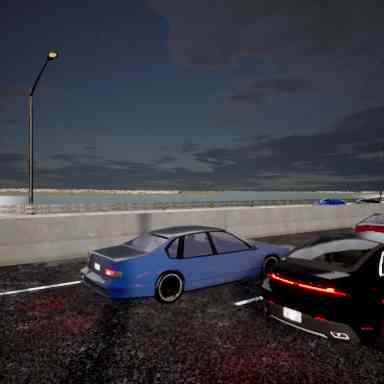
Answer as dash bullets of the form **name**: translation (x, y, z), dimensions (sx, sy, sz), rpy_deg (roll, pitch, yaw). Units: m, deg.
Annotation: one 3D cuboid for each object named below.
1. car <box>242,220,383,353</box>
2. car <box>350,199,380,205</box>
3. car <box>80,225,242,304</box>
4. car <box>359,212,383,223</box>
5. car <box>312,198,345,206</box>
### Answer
- **car**: translation (3.394, 1.506, 6.166), dimensions (4.892, 1.490, 1.837), rpy_deg (0, 0, -36)
- **car**: translation (20.930, 1.529, 40.160), dimensions (4.674, 1.442, 1.812), rpy_deg (0, 0, -35)
- **car**: translation (0.138, 1.548, 8.143), dimensions (5.357, 1.411, 2.033), rpy_deg (0, 0, -36)
- **car**: translation (8.588, 1.566, 14.149), dimensions (4.181, 1.385, 1.994), rpy_deg (0, 0, -36)
- **car**: translation (17.201, 1.482, 41.818), dimensions (5.008, 1.535, 1.882), rpy_deg (0, 0, -35)
